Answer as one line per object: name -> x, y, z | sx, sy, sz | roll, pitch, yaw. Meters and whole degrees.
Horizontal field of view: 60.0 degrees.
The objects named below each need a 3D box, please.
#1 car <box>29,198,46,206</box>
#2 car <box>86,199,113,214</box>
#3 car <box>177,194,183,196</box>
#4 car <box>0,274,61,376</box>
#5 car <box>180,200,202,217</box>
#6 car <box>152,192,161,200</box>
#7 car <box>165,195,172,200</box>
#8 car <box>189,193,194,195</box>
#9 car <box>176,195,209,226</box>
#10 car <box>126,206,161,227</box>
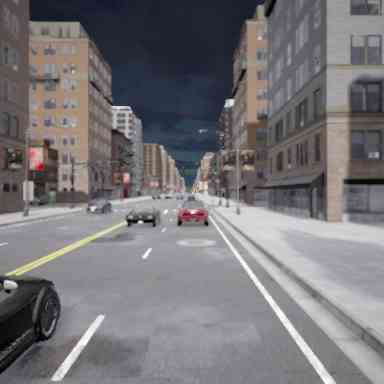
car -> -25.451, 1.576, 52.592 | 4.313, 1.339, 1.947 | 0, 0, 0
car -> -9.811, 1.481, 35.465 | 2.128, 1.511, 4.902 | 0, 0, 0
car -> -3.386, 1.454, 91.522 | 1.994, 1.385, 4.181 | 0, 0, 0
car -> -3.153, 1.567, 3.833 | 1.994, 1.385, 4.181 | 0, 0, 0
car -> -0.036, 1.541, 32.407 | 1.994, 1.385, 4.181 | 0, 0, 1
car -> -9.888, 1.137, 93.181 | 2.150, 2.045, 5.566 | 0, 0, 0
car -> -6.638, 1.502, 93.186 | 1.895, 1.301, 4.718 | 0, 0, 0
car -> -0.136, 1.252, 91.497 | 2.097, 1.767, 4.553 | 0, 0, 0
car -> 0.067, 1.336, 23.621 | 2.097, 1.767, 4.553 | 0, 0, 0
car -> -3.182, 1.590, 22.769 | 1.895, 1.301, 4.718 | 0, 0, 0
